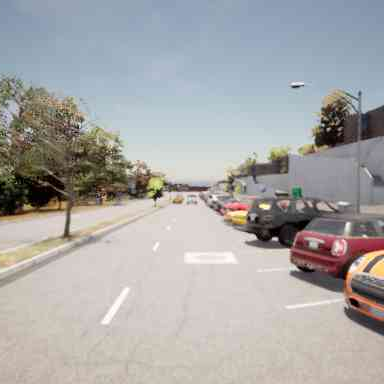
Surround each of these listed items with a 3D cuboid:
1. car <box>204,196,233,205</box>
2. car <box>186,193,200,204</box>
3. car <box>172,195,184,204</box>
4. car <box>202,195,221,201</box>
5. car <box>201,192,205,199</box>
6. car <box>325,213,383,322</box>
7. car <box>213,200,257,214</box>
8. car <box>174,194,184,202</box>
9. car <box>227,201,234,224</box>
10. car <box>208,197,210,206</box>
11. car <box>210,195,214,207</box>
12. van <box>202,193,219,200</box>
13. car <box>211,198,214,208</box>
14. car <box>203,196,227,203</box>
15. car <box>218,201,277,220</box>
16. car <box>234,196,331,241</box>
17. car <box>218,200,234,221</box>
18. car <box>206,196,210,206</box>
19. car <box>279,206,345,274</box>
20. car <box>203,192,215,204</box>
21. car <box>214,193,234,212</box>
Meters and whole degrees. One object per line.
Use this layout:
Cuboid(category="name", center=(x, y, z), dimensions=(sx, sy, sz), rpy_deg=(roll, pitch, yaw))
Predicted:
Cuboid(category="car", center=(5.235, 1.693, 66.185), dimensions=(5.366, 1.575, 1.946), rpy_deg=(1, 0, -20))
Cuboid(category="car", center=(-0.007, 1.415, 68.120), dimensions=(2.150, 2.045, 5.566), rpy_deg=(0, 0, 0))
Cuboid(category="car", center=(-3.007, 1.667, 68.450), dimensions=(1.882, 1.535, 5.008), rpy_deg=(0, 0, 0))
Cuboid(category="car", center=(5.056, 1.574, 87.132), dimensions=(4.674, 1.452, 2.002), rpy_deg=(1, 0, -20))
Cuboid(category="car", center=(5.042, 1.477, 60.091), dimensions=(5.566, 2.045, 2.435), rpy_deg=(1, 1, -20))
Cuboid(category="car", center=(5.104, 1.369, 6.085), dimensions=(4.553, 1.767, 2.185), rpy_deg=(1, 0, -20))
Cuboid(category="car", center=(5.069, 1.726, 39.086), dimensions=(4.674, 1.452, 2.002), rpy_deg=(1, 0, -20))
Cuboid(category="car", center=(-3.009, 1.402, 78.844), dimensions=(2.097, 1.767, 4.553), rpy_deg=(0, 0, 0))
Cuboid(category="car", center=(5.242, 1.551, 21.148), dimensions=(5.366, 1.575, 1.946), rpy_deg=(1, -1, -20))
Cuboid(category="car", center=(5.068, 1.764, 45.086), dimensions=(4.674, 1.452, 2.002), rpy_deg=(1, 0, -20))
Cuboid(category="car", center=(5.098, 1.579, 42.098), dimensions=(4.553, 1.767, 2.185), rpy_deg=(1, 0, -20))
Cuboid(category="van", center=(5.171, 1.263, 93.137), dimensions=(4.442, 1.987, 1.878), rpy_deg=(1, 0, -20))
Cuboid(category="car", center=(5.060, 1.663, 36.086), dimensions=(5.008, 1.535, 2.097), rpy_deg=(1, -1, -20))
Cuboid(category="car", center=(5.037, 1.680, 72.108), dimensions=(4.792, 1.488, 2.163), rpy_deg=(1, 1, -20))
Cuboid(category="car", center=(5.041, 1.642, 30.069), dimensions=(4.792, 1.488, 2.163), rpy_deg=(1, 0, -20))
Cuboid(category="car", center=(5.097, 1.269, 15.098), dimensions=(5.566, 2.045, 2.435), rpy_deg=(1, -1, -20))
Cuboid(category="car", center=(4.894, 1.563, 24.014), dimensions=(5.366, 1.575, 1.946), rpy_deg=(1, 0, -20))
Cuboid(category="car", center=(5.091, 1.761, 48.111), dimensions=(4.792, 1.488, 2.163), rpy_deg=(1, 0, -20))
Cuboid(category="car", center=(5.041, 1.374, 9.071), dimensions=(4.553, 1.767, 2.185), rpy_deg=(1, 0, -20))
Cuboid(category="car", center=(5.094, 1.487, 51.110), dimensions=(5.566, 2.045, 2.435), rpy_deg=(1, 0, -20))
Cuboid(category="car", center=(5.047, 1.340, 27.068), dimensions=(5.566, 2.045, 2.435), rpy_deg=(1, 0, -20))
